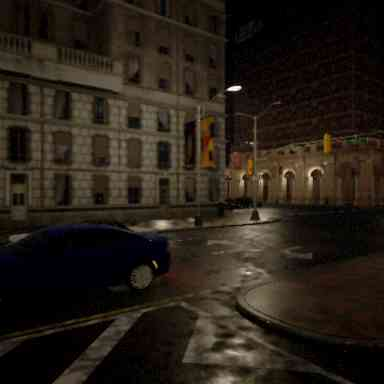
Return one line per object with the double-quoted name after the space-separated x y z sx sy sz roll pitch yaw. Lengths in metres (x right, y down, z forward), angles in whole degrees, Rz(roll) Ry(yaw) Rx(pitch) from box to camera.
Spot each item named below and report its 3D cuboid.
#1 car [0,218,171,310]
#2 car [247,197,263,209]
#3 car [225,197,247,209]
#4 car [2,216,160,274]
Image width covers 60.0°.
-2.856 1.478 7.460 5.008 1.535 1.882 0 0 -35 "car"
7.659 1.467 46.365 1.882 1.535 5.008 0 0 -36 "car"
4.616 1.496 44.596 1.837 1.490 4.892 0 0 -36 "car"
-3.598 1.601 11.227 4.718 1.301 1.895 0 0 -35 "car"
